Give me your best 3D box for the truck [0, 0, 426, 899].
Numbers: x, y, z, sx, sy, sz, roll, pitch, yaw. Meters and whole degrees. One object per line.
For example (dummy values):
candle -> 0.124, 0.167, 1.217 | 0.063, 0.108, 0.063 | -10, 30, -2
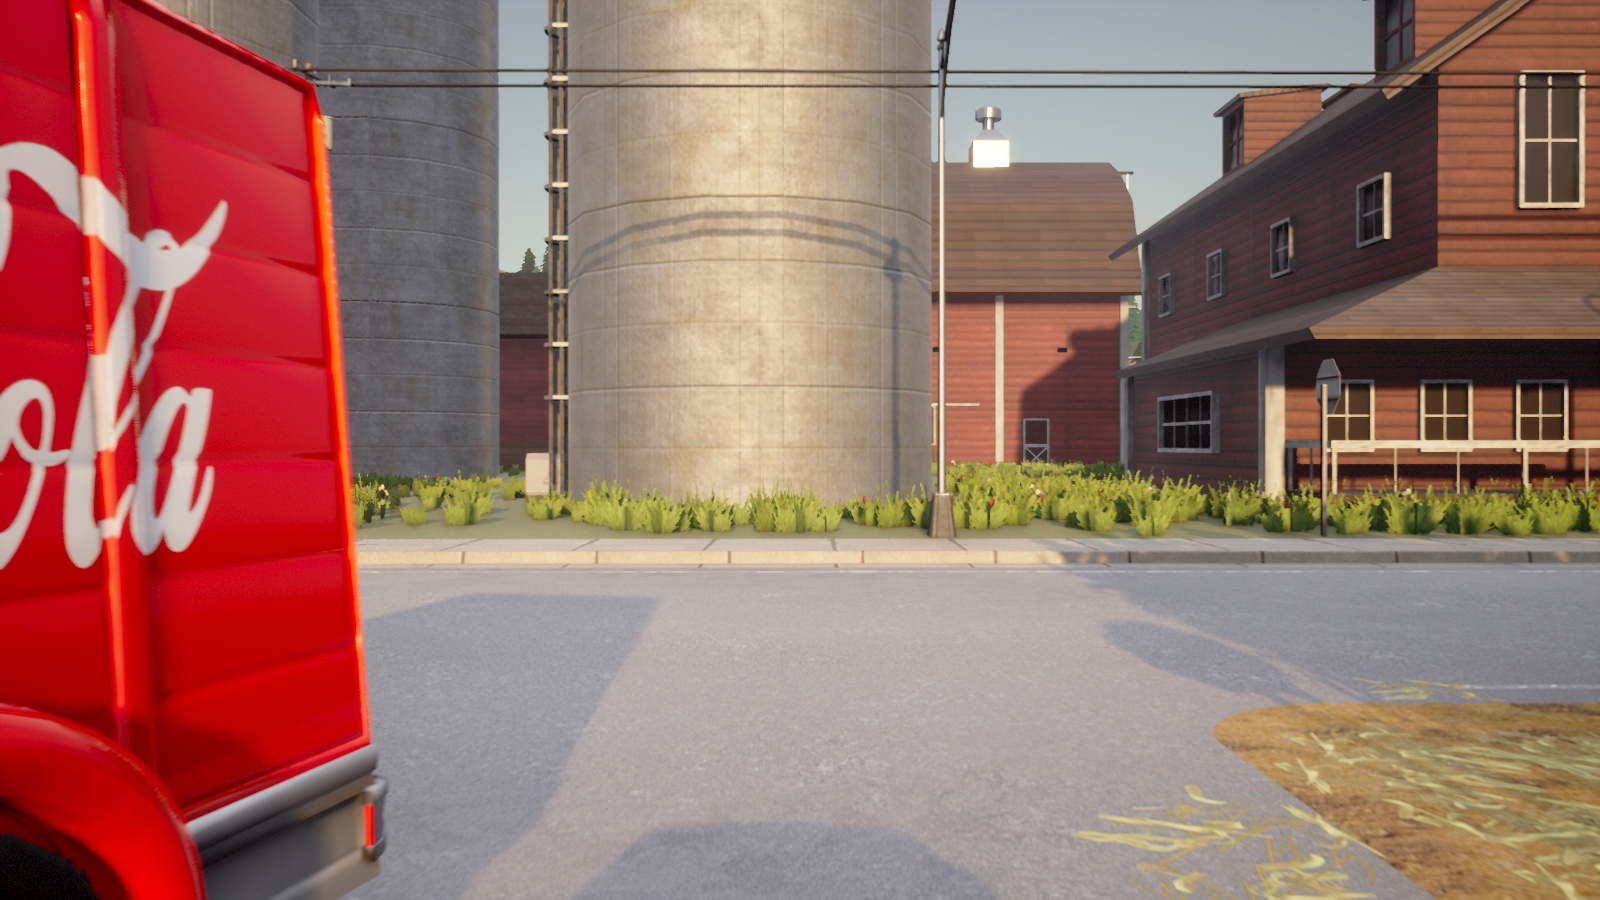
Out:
truck -> -2.689, 0.255, 0.717 | 2.627, 2.467, 5.204 | 0, 0, 11
